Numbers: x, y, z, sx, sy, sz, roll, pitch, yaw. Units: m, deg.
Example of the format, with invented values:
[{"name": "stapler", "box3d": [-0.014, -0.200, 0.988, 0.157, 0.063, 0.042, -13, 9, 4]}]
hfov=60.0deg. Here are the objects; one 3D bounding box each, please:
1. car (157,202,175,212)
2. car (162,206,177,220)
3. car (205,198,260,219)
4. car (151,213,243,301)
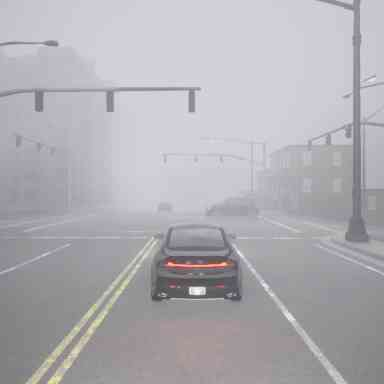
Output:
[{"name": "car", "box3d": [-3.642, 2.066, 45.551, 1.837, 1.490, 4.892, 0, -5, 0]}, {"name": "car", "box3d": [-3.642, 3.522, 54.959, 2.128, 1.511, 4.902, 0, -12, 0]}, {"name": "car", "box3d": [3.367, 1.286, 28.334, 4.553, 1.767, 2.097, 0, 0, 1]}, {"name": "car", "box3d": [0.092, 1.505, 8.316, 1.837, 1.490, 4.892, 0, 0, 0]}]
